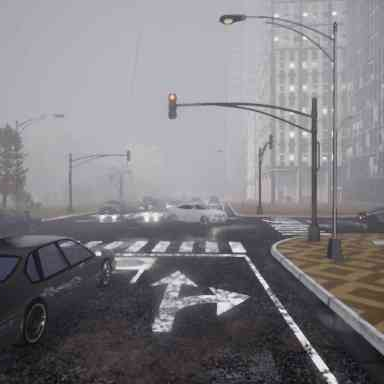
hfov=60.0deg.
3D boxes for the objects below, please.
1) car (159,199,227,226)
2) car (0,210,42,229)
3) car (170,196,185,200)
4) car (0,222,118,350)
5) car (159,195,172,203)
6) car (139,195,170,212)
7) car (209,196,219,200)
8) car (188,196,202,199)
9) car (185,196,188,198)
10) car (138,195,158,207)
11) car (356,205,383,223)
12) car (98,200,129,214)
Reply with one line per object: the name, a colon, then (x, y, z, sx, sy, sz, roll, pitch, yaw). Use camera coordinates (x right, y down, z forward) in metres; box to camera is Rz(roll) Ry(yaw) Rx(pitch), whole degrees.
car: (0.208, 1.485, 23.222, 4.674, 1.442, 1.812, 0, 1, 39)
car: (-9.355, 1.596, 16.282, 1.895, 1.301, 4.718, 0, 0, 3)
car: (-2.908, 1.595, 57.758, 1.895, 1.301, 4.718, 0, 0, 5)
car: (-3.049, 1.546, 6.262, 2.033, 1.411, 5.357, 0, 0, 5)
car: (-5.292, 1.476, 67.701, 1.882, 1.535, 5.008, 0, 0, 5)
car: (-4.408, 1.482, 39.526, 2.128, 1.511, 4.902, 0, 0, 5)
car: (4.307, 1.477, 64.069, 1.882, 1.535, 5.008, 0, 0, 5)
car: (0.824, 1.561, 61.337, 1.994, 1.385, 4.181, 0, 0, 5)
car: (-1.558, 1.465, 73.385, 1.882, 1.535, 5.008, 0, 0, 5)
car: (-6.699, 1.343, 51.403, 2.097, 1.767, 4.553, 0, 0, 5)
car: (14.408, 1.388, 22.961, 5.357, 1.411, 2.033, 0, 0, 5)
car: (-8.051, 1.538, 34.867, 2.033, 1.411, 5.357, 0, 0, 5)
